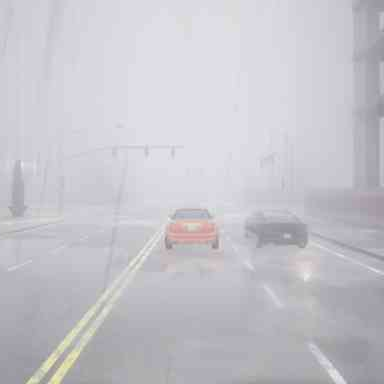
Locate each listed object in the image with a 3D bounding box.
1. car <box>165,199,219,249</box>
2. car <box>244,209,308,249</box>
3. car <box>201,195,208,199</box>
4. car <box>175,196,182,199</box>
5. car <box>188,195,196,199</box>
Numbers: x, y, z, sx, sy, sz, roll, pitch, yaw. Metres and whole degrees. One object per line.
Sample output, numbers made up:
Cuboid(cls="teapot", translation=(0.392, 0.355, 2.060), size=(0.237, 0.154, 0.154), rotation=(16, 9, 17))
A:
Cuboid(cls="car", translation=(0.000, 1.364, 14.620), size=(2.097, 1.767, 4.553), rotation=(0, 0, 0))
Cuboid(cls="car", translation=(3.500, 1.483, 14.650), size=(1.882, 1.535, 5.008), rotation=(0, 0, 0))
Cuboid(cls="car", translation=(3.500, 1.571, 91.124), size=(1.895, 1.301, 4.718), rotation=(0, 0, 0))
Cuboid(cls="car", translation=(-3.500, 1.588, 87.715), size=(1.895, 1.301, 4.718), rotation=(0, 0, 0))
Cuboid(cls="car", translation=(0.000, 1.528, 91.095), size=(1.994, 1.385, 4.181), rotation=(0, 0, 0))
